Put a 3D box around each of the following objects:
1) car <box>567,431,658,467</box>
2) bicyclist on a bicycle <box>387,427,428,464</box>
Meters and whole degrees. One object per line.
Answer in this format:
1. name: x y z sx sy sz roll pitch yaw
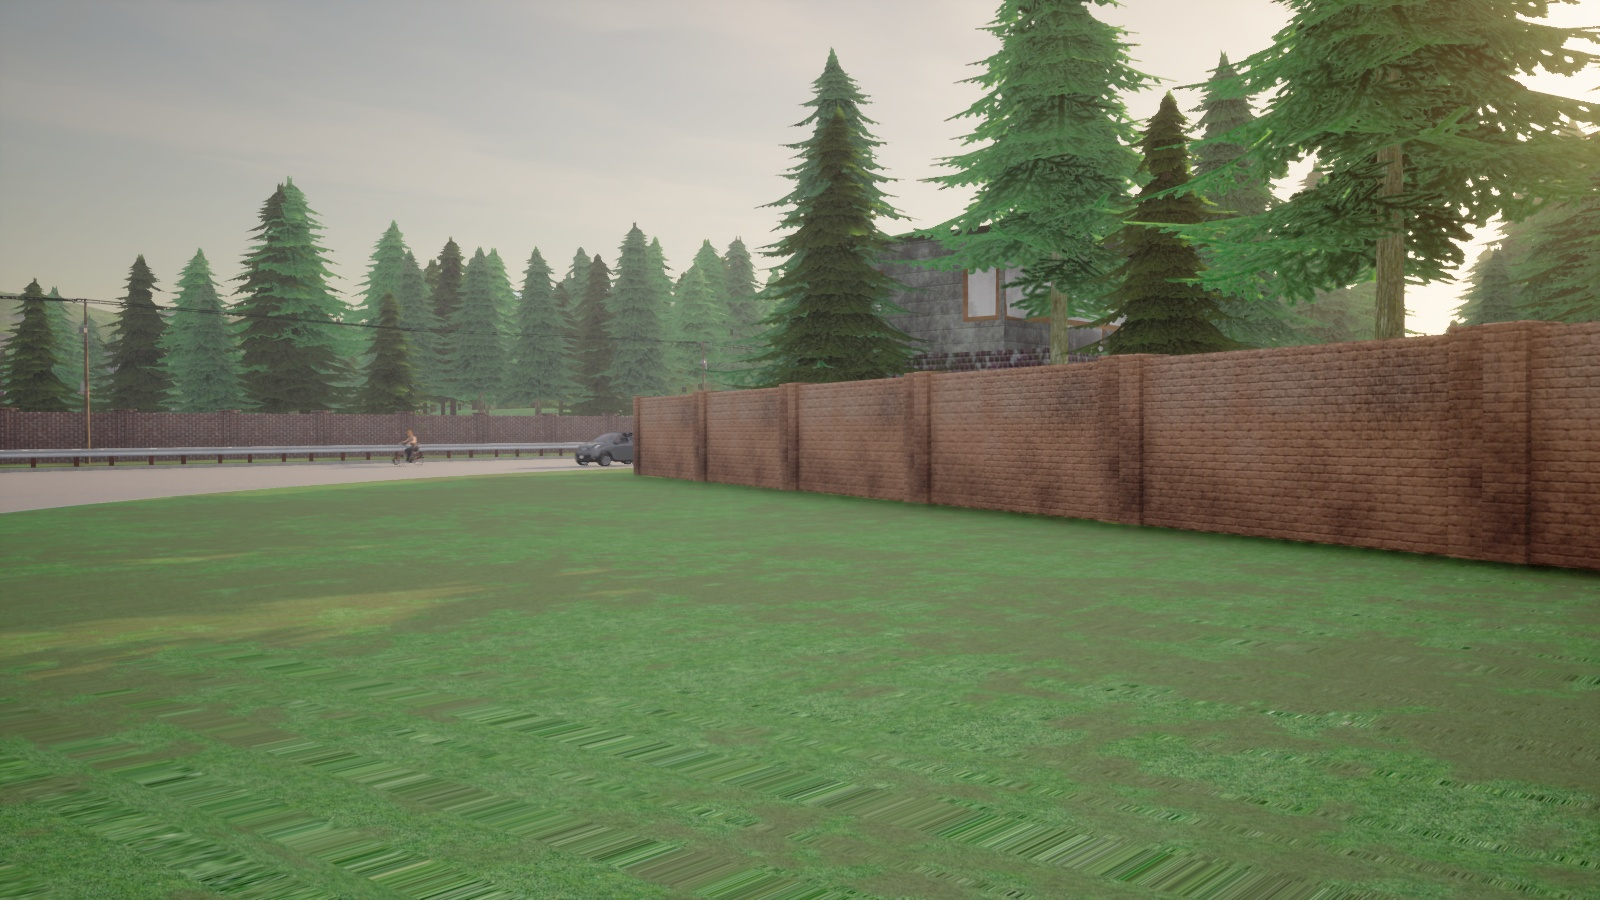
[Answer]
1. car: -8.228 -0.078 55.408 1.845 1.501 3.633 1 1 41
2. bicyclist on a bicycle: -17.373 -0.193 55.612 0.866 1.612 1.509 1 1 42
